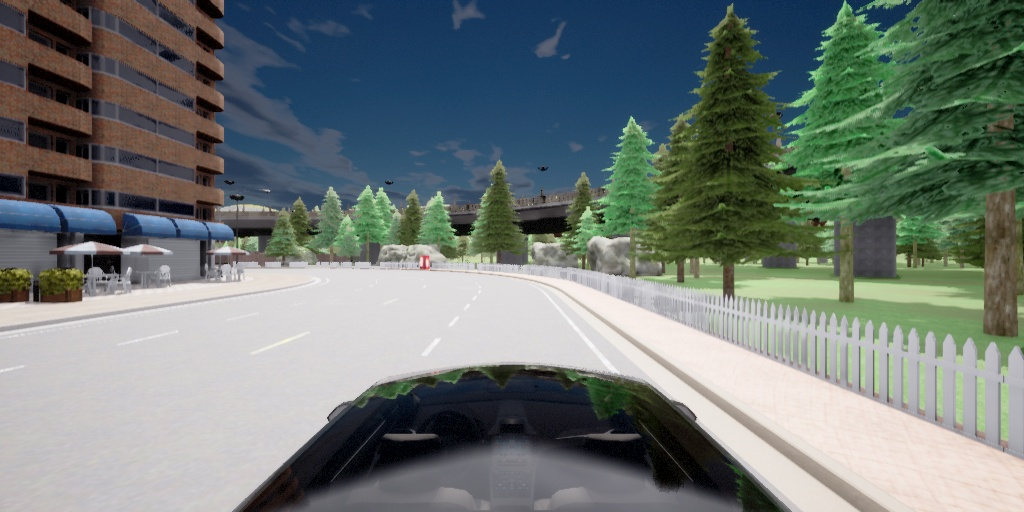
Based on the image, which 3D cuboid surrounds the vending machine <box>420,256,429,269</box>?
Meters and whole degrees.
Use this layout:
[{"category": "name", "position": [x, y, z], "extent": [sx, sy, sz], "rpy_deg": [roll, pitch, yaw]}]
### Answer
[{"category": "vending machine", "position": [-12.161, 0.927, 49.920], "extent": [0.880, 2.100, 1.100], "rpy_deg": [0, 0, 36]}]
